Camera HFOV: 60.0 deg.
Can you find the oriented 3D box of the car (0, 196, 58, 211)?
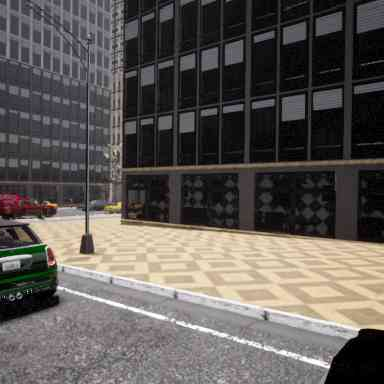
[{"bbox_3d":[-14.913,1.519,30.138,2.192,1.841,5.009,1,0,37],"label":"car"}]

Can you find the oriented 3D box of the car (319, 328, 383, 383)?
[{"bbox_3d":[3.014,1.601,1.529,4.718,1.301,1.895,0,0,36],"label":"car"}]

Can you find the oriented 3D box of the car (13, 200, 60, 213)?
[{"bbox_3d":[-18.394,1.642,39.519,1.752,1.417,4.829,1,0,37],"label":"car"}]

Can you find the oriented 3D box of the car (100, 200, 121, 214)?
[{"bbox_3d":[-8.099,1.830,39.337,1.752,1.417,4.829,1,0,37],"label":"car"}]

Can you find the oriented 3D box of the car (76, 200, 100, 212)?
[{"bbox_3d":[-12.331,1.765,43.340,2.033,1.411,5.357,1,0,36],"label":"car"}]

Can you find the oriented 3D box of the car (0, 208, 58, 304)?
[{"bbox_3d":[-4.984,1.348,7.247,4.553,1.767,2.097,0,0,36],"label":"car"}]
